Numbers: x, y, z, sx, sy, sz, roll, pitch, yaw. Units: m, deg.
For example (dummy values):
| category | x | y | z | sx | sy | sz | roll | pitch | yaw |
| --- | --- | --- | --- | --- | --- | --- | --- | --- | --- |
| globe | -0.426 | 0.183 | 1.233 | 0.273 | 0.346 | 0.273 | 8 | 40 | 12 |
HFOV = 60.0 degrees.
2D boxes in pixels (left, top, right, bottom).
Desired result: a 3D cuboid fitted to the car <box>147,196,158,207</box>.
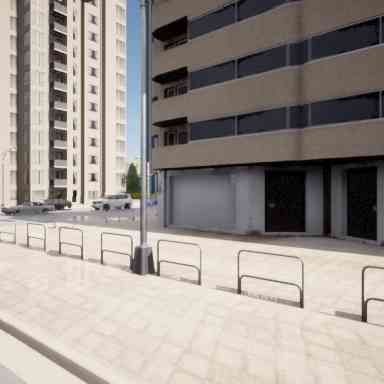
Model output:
| category | x | y | z | sx | sy | sz | roll | pitch | yaw |
| --- | --- | --- | --- | --- | --- | --- | --- | --- | --- |
| car | -6.081 | 1.408 | 52.997 | 2.097 | 1.767 | 4.553 | 0 | 0 | 38 |

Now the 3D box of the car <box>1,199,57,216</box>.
| category | x | y | z | sx | sy | sz | roll | pitch | yaw |
| --- | --- | --- | --- | --- | --- | --- | --- | --- | --- |
| car | -16.767 | 1.656 | 34.075 | 1.895 | 1.301 | 4.718 | 0 | 0 | 38 |

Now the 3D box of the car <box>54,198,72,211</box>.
| category | x | y | z | sx | sy | sz | roll | pitch | yaw |
| --- | --- | --- | --- | --- | --- | --- | --- | --- | --- |
| car | -16.785 | 1.559 | 39.670 | 1.837 | 1.490 | 4.892 | 0 | 0 | 39 |

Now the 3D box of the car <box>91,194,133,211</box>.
| category | x | y | z | sx | sy | sz | roll | pitch | yaw |
| --- | --- | --- | --- | --- | --- | --- | --- | --- | --- |
| car | -10.125 | 1.277 | 42.409 | 2.150 | 2.045 | 5.566 | 0 | 0 | 39 |
